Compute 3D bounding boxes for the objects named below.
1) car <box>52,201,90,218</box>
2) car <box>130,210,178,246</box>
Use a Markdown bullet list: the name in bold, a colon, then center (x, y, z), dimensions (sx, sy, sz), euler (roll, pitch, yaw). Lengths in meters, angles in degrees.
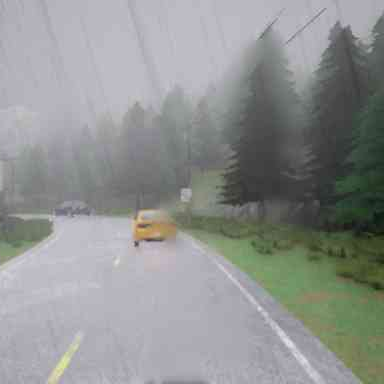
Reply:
- **car**: center (-12.621, 1.669, 34.531), dimensions (4.553, 1.767, 2.097), euler (-1, 0, 39)
- **car**: center (-1.931, 1.594, 16.163), dimensions (1.882, 1.535, 5.008), euler (0, 0, -12)
